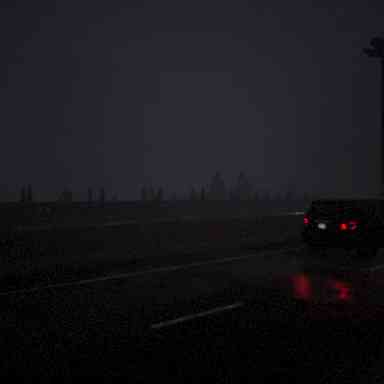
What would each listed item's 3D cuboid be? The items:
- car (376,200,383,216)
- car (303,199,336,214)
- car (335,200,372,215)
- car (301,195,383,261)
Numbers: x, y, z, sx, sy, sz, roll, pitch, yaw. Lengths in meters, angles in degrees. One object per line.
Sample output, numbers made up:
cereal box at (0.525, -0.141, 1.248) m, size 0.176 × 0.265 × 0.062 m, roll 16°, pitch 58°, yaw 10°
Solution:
car at (21.057, 1.598, 34.730) m, size 2.128 × 1.511 × 4.902 m, roll 0°, pitch 0°, yaw 42°
car at (14.726, 1.603, 38.176) m, size 1.837 × 1.490 × 4.892 m, roll 0°, pitch 0°, yaw 43°
car at (17.552, 1.648, 35.999) m, size 2.033 × 1.411 × 5.357 m, roll 0°, pitch 0°, yaw 43°
car at (6.556, 1.256, 12.746) m, size 5.566 × 2.045 × 2.150 m, roll 0°, pitch 0°, yaw -35°
